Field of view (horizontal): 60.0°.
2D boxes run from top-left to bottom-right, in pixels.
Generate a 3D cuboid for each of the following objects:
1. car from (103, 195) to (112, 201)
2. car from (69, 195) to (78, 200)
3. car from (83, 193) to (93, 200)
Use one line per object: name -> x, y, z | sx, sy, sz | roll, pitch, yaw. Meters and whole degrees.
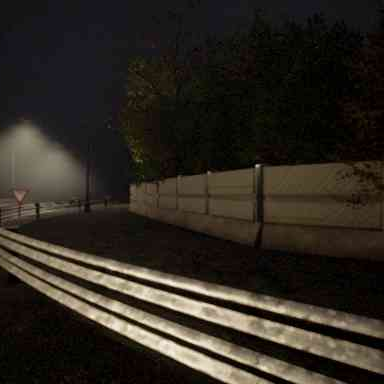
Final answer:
car -> -22.018, 1.489, 86.254 | 1.812, 1.442, 4.674 | 0, 0, -5
car -> -30.297, 1.453, 85.147 | 1.882, 1.535, 5.008 | 0, 0, -20
car -> -26.975, 1.197, 86.244 | 2.150, 2.045, 5.566 | 0, 0, -20
